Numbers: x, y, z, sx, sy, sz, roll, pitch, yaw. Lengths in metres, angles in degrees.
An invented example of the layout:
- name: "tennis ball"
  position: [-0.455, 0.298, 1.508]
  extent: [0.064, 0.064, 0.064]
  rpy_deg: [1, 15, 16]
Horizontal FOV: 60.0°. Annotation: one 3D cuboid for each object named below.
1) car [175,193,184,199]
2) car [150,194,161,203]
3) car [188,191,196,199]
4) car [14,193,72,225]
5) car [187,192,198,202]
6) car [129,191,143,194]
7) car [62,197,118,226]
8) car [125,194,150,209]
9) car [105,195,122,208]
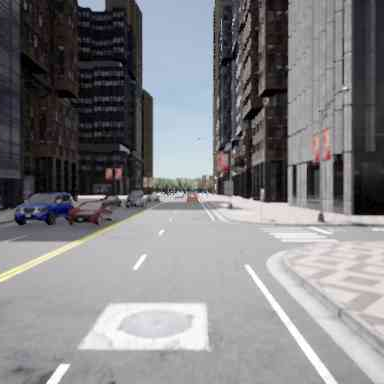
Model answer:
- name: "car"
  position: [-3.261, 0.967, 82.474]
  extent: [1.895, 1.301, 4.718]
  rpy_deg: [0, 0, 0]
- name: "car"
  position: [-6.546, 1.101, 57.550]
  extent: [1.812, 1.442, 4.674]
  rpy_deg: [0, 0, 0]
- name: "car"
  position: [-0.010, 0.728, 82.413]
  extent: [2.097, 1.767, 4.553]
  rpy_deg: [0, 0, 0]
- name: "car"
  position: [-9.853, 1.077, 22.758]
  extent: [2.150, 2.045, 5.566]
  rpy_deg: [0, 0, 0]
- name: "car"
  position: [0.093, 0.879, 63.534]
  extent: [2.097, 1.767, 4.553]
  rpy_deg: [0, 0, 0]
- name: "car"
  position: [-9.794, 0.788, 58.494]
  extent: [2.150, 2.045, 5.566]
  rpy_deg: [0, 1, 1]
- name: "car"
  position: [-6.603, 1.334, 22.162]
  extent: [1.882, 1.535, 5.008]
  rpy_deg: [0, 0, 0]
- name: "car"
  position: [-6.595, 1.286, 39.523]
  extent: [1.994, 1.385, 4.181]
  rpy_deg: [0, 0, 0]
- name: "car"
  position: [-9.844, 1.193, 40.326]
  extent: [1.882, 1.535, 5.008]
  rpy_deg: [0, 0, 0]
